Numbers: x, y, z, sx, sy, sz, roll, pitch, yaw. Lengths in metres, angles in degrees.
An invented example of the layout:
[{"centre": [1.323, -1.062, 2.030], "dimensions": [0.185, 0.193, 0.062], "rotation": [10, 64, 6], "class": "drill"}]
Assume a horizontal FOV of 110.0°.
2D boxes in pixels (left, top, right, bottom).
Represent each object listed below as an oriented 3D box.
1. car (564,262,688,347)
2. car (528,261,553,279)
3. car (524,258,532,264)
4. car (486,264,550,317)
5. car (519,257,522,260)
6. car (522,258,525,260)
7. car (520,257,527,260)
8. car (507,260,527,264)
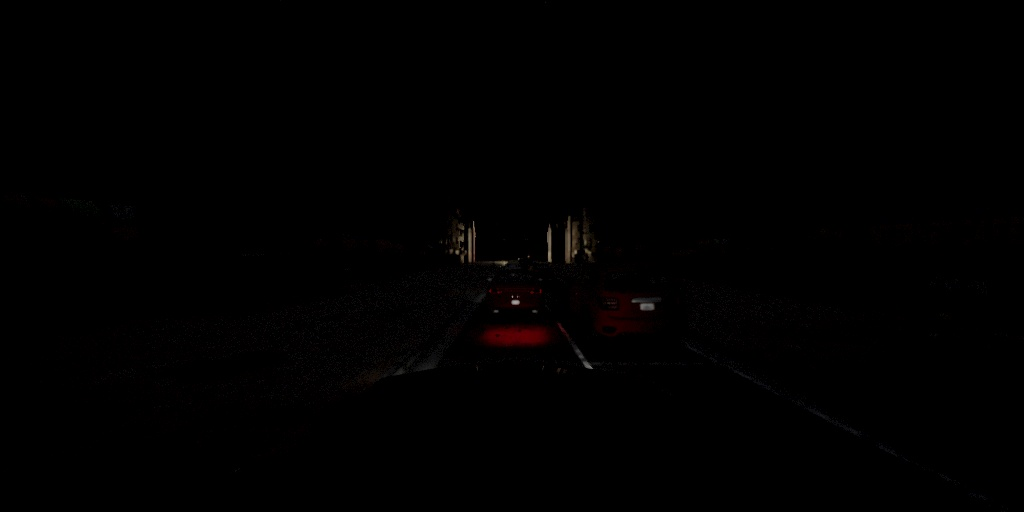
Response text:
[{"centre": [2.639, 1.066, 9.322], "dimensions": [2.192, 1.841, 5.009], "rotation": [0, 0, 0], "class": "car"}, {"centre": [2.646, 1.336, 31.452], "dimensions": [1.802, 1.307, 4.207], "rotation": [0, 0, 0], "class": "car"}, {"centre": [2.649, 1.282, 42.686], "dimensions": [1.751, 1.417, 4.829], "rotation": [0, 0, 0], "class": "car"}, {"centre": [0.116, 1.229, 13.182], "dimensions": [1.882, 1.535, 5.008], "rotation": [0, 0, 0], "class": "car"}, {"centre": [2.655, 1.330, 64.646], "dimensions": [1.948, 1.339, 4.313], "rotation": [0, 0, 0], "class": "car"}, {"centre": [2.650, 1.309, 48.049], "dimensions": [2.007, 1.370, 4.403], "rotation": [0, 0, 0], "class": "car"}, {"centre": [2.653, 1.328, 59.114], "dimensions": [1.948, 1.339, 4.313], "rotation": [0, 0, 0], "class": "car"}, {"centre": [0.109, 1.280, 30.856], "dimensions": [1.812, 1.442, 4.674], "rotation": [0, 0, 0], "class": "car"}]
